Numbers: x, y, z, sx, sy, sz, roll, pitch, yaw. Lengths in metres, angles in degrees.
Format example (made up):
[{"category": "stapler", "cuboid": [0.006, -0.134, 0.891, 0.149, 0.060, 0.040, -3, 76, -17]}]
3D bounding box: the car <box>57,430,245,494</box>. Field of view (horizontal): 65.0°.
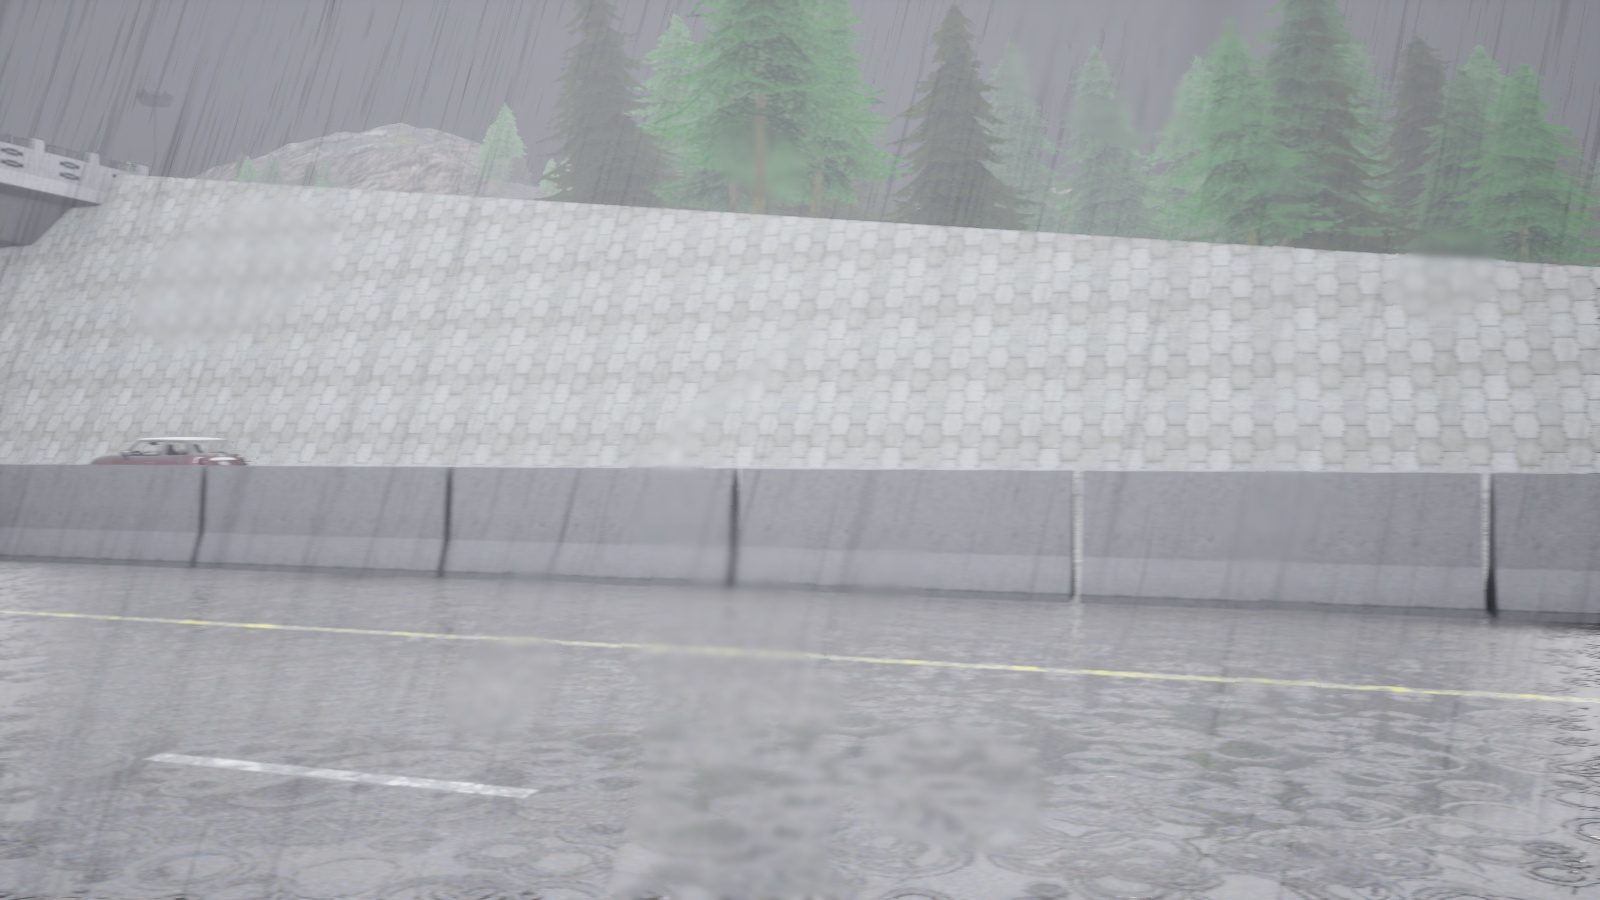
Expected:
[{"category": "car", "cuboid": [-15.833, 0.263, 30.673, 3.806, 1.475, 1.970, 0, 1, 19]}]
